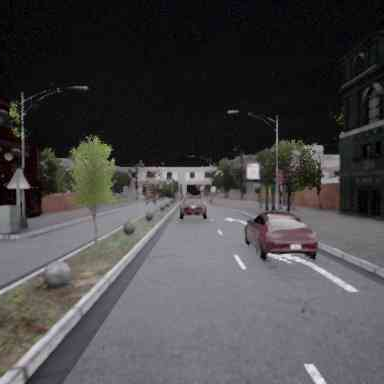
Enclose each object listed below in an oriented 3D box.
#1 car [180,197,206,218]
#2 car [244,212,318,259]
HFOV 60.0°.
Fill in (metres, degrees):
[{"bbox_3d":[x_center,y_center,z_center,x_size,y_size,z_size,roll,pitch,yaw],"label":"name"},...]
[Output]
[{"bbox_3d":[0.099,1.192,28.000,2.097,1.767,4.553,0,0,0],"label":"car"},{"bbox_3d":[3.099,1.461,12.215,1.812,1.442,4.674,0,0,0],"label":"car"}]
